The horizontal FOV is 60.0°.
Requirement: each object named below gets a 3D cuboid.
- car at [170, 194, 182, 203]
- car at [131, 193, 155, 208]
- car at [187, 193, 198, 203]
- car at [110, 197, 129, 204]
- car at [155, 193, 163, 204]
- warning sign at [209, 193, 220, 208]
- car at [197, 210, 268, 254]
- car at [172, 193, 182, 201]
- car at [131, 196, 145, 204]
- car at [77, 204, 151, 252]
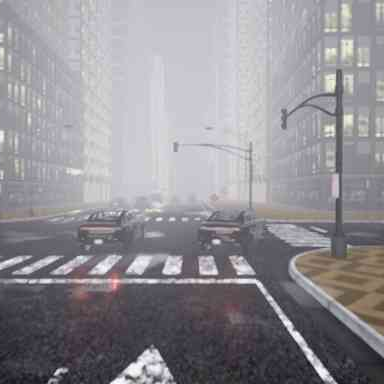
[{"bbox_3d":[-3.266,1.511,64.813,1.994,1.385,4.181,0,0,0],"label":"car"},{"bbox_3d":[-6.599,1.290,44.436,2.097,1.767,4.553,0,0,0],"label":"car"},{"bbox_3d":[-0.015,1.452,64.848,1.837,1.490,4.892,0,0,0],"label":"car"},{"bbox_3d":[-9.847,1.428,45.138,2.128,1.511,4.902,0,0,0],"label":"car"},{"bbox_3d":[-6.555,1.163,60.900,2.150,2.045,5.566,0,0,1],"label":"car"},{"bbox_3d":[2.843,1.053,42.249,1.300,1.860,1.060,0,0,0],"label":"warning sign"},{"bbox_3d":[1.783,1.463,13.517,2.128,1.511,4.902,0,0,23],"label":"car"},{"bbox_3d":[-3.268,1.149,74.819,2.097,1.767,4.553,0,0,0],"label":"car"},{"bbox_3d":[-9.802,1.469,61.135,1.812,1.442,4.674,0,0,0],"label":"car"},{"bbox_3d":[-3.171,1.461,13.724,2.128,1.511,4.902,0,0,0],"label":"car"}]
